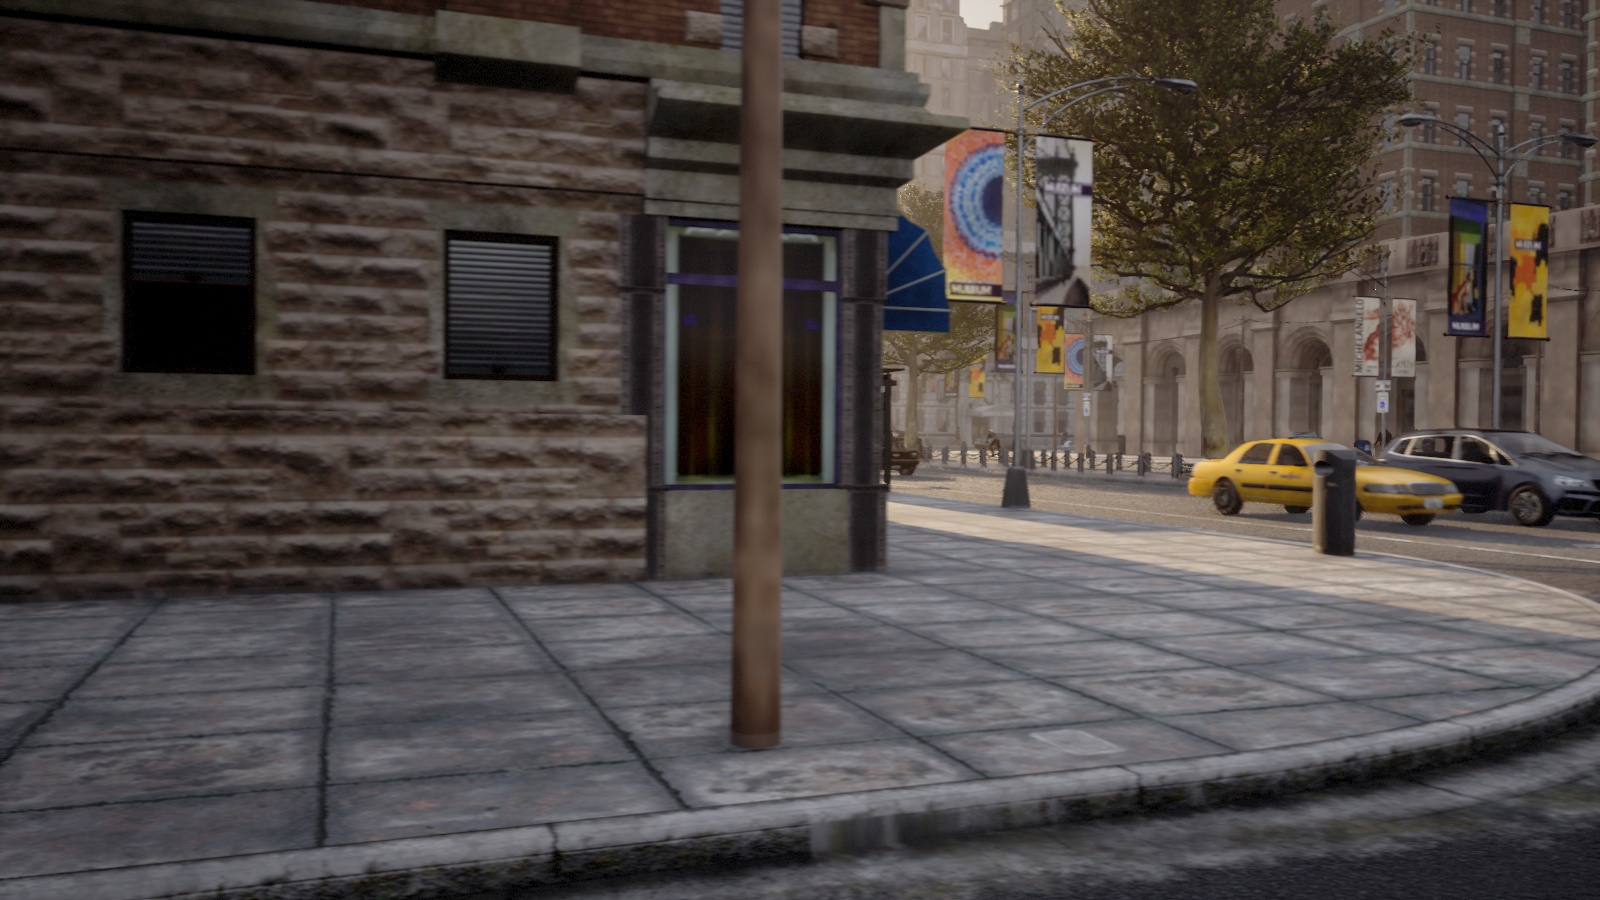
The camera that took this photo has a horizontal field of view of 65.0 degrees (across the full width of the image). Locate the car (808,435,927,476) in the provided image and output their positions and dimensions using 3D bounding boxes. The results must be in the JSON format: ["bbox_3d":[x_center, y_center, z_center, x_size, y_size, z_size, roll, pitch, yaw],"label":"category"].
[{"bbox_3d":[2.219,0.150,42.673,1.895,1.301,4.718,-1,1,-28],"label":"car"}]

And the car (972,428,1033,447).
[{"bbox_3d":[15.546,-0.959,96.422,4.181,1.385,1.994,-1,1,-20],"label":"car"}]

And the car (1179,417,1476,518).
[{"bbox_3d":[9.214,0.241,22.560,1.801,1.575,5.366,-1,1,-19],"label":"car"}]

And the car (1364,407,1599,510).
[{"bbox_3d":[12.865,0.098,22.809,2.242,1.667,4.611,-1,1,-19],"label":"car"}]

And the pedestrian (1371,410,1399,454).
[{"bbox_3d":[24.759,-0.751,53.172,0.634,1.844,0.899,-1,1,-20],"label":"pedestrian"}]

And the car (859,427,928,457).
[{"bbox_3d":[4.970,-0.431,67.796,1.882,1.535,5.008,-1,1,-19],"label":"car"}]
